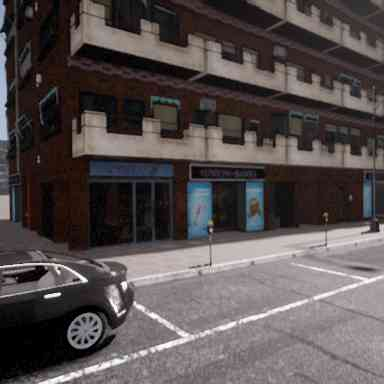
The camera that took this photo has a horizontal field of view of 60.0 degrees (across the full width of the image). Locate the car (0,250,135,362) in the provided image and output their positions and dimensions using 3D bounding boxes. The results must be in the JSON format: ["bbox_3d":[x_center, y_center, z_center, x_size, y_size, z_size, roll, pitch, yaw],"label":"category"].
[{"bbox_3d":[-2.944,1.550,4.469,4.403,1.369,2.008,0,-1,-36],"label":"car"}]
